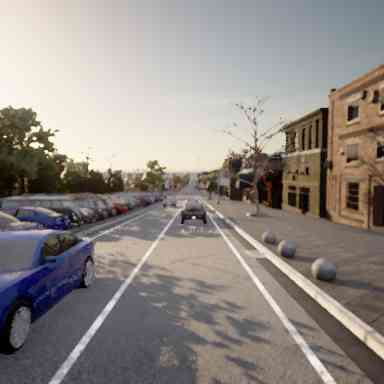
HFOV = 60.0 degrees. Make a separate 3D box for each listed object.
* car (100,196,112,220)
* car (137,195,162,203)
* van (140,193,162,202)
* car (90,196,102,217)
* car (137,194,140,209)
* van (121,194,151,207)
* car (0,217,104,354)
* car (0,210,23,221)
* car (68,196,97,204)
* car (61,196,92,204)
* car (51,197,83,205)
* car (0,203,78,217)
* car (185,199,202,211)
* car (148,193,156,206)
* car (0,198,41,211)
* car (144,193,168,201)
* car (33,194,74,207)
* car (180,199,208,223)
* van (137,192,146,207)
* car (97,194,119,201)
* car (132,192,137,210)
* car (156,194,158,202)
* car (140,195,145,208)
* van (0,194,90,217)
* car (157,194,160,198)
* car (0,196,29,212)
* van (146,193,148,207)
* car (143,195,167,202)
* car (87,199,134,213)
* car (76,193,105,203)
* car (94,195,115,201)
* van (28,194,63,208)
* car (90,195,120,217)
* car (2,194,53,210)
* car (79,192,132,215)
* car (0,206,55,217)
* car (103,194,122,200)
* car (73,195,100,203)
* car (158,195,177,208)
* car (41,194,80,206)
[{"bbox_3d":[-8.845,1.379,25.458,4.553,1.767,2.185,0,0,0],"label":"car"},{"bbox_3d":[-8.876,1.493,70.320,5.008,1.535,2.097,0,0,0],"label":"car"},{"bbox_3d":[-8.998,1.249,73.122,4.442,1.987,1.878,0,0,0],"label":"van"},{"bbox_3d":[-8.907,1.375,22.655,4.553,1.767,2.185,0,0,0],"label":"car"},{"bbox_3d":[-8.909,1.400,39.475,4.553,1.767,2.185,0,0,0],"label":"car"},{"bbox_3d":[-8.996,1.320,53.490,4.442,1.987,1.878,0,0,0],"label":"van"},{"bbox_3d":[-3.342,1.482,6.318,1.882,1.535,5.008,0,0,0],"label":"car"},{"bbox_3d":[-8.846,1.513,11.442,4.792,1.488,2.163,0,0,0],"label":"car"},{"bbox_3d":[-21.955,1.514,66.783,5.008,1.535,2.097,0,0,0],"label":"car"},{"bbox_3d":[-22.145,1.524,64.006,5.366,1.575,1.946,0,0,0],"label":"car"},{"bbox_3d":[-21.988,1.573,58.451,4.792,1.488,2.163,0,0,0],"label":"car"},{"bbox_3d":[-8.870,1.492,17.049,5.008,1.535,2.097,0,0,0],"label":"car"},{"bbox_3d":[0.154,1.592,42.482,2.033,1.411,5.357,0,0,0],"label":"car"},{"bbox_3d":[-8.851,1.291,50.689,5.566,2.045,2.435,0,0,0],"label":"car"},{"bbox_3d":[-21.929,1.560,41.796,4.792,1.488,2.163,0,0,0],"label":"car"},{"bbox_3d":[-8.854,1.170,81.532,5.566,2.045,2.435,0,0,0],"label":"car"},{"bbox_3d":[-21.988,1.295,52.899,5.566,2.045,2.435,0,0,0],"label":"car"},{"bbox_3d":[0.134,1.534,25.517,1.837,1.490,4.892,0,0,0],"label":"car"},{"bbox_3d":[-8.995,1.308,45.082,4.442,1.987,1.878,0,0,0],"label":"van"},{"bbox_3d":[-21.777,1.390,86.213,5.366,1.575,1.946,0,0,0],"label":"car"},{"bbox_3d":[-8.849,1.266,33.868,5.566,2.045,2.435,0,0,0],"label":"car"},{"bbox_3d":[-8.877,1.581,59.101,4.674,1.452,2.002,0,0,0],"label":"car"},{"bbox_3d":[-8.872,1.531,42.278,4.892,1.521,2.231,0,0,0],"label":"car"},{"bbox_3d":[-8.759,1.270,19.852,4.442,1.987,1.878,0,0,0],"label":"van"},{"bbox_3d":[-8.909,1.565,61.908,4.792,1.488,2.163,0,0,0],"label":"car"},{"bbox_3d":[-21.989,1.400,39.019,4.553,1.767,2.185,0,0,0],"label":"car"},{"bbox_3d":[-8.995,1.312,47.885,4.442,1.987,1.878,0,0,0],"label":"van"},{"bbox_3d":[-8.697,1.436,78.730,5.366,1.575,1.946,0,0,0],"label":"car"},{"bbox_3d":[-8.875,1.561,36.671,4.674,1.452,2.002,0,0,0],"label":"car"},{"bbox_3d":[-21.932,1.230,72.333,5.566,2.045,2.435,0,0,0],"label":"car"},{"bbox_3d":[-21.991,1.440,83.438,4.792,1.488,2.163,0,0,0],"label":"car"},{"bbox_3d":[-22.075,1.317,50.122,4.442,1.987,1.878,0,0,0],"label":"van"},{"bbox_3d":[-8.846,1.383,28.262,4.553,1.767,2.185,0,0,0],"label":"car"},{"bbox_3d":[-21.987,1.283,44.572,5.566,2.045,2.435,0,0,0],"label":"car"},{"bbox_3d":[-8.849,1.262,31.065,5.566,2.045,2.435,0,0,0],"label":"car"},{"bbox_3d":[-8.846,1.517,14.245,4.792,1.488,2.163,0,0,0],"label":"car"},{"bbox_3d":[-21.934,1.387,91.765,4.792,1.488,2.163,0,0,0],"label":"car"},{"bbox_3d":[-21.955,1.500,69.561,4.892,1.521,2.231,0,0,0],"label":"car"},{"bbox_3d":[-3.267,1.535,48.995,2.128,1.511,4.902,0,0,0],"label":"car"},{"bbox_3d":[-21.931,1.295,55.676,5.566,2.045,2.435,0,0,0],"label":"car"}]
